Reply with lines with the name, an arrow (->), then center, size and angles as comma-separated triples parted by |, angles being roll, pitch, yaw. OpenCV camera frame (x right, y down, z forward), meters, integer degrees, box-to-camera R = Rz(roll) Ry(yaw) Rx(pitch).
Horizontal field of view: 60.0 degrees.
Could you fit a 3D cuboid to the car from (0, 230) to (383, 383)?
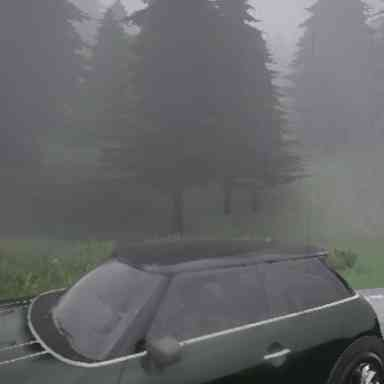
car -> -0.287, 1.312, 3.220 | 4.553, 1.767, 2.097 | 1, 1, -29
